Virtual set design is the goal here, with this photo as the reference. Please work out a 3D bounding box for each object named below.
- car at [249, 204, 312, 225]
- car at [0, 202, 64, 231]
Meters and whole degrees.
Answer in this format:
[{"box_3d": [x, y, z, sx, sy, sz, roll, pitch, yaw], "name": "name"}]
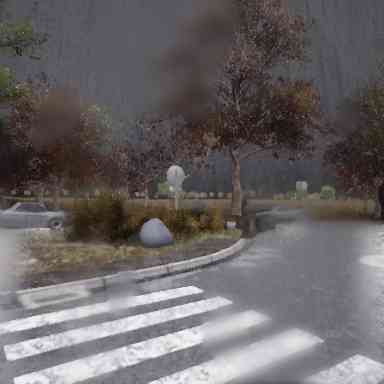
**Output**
[{"box_3d": [5.967, 1.521, 22.662, 4.181, 1.385, 1.994, 0, 0, -8], "name": "car"}, {"box_3d": [-7.980, 1.116, 15.581, 4.718, 1.301, 1.895, 4, -2, -35], "name": "car"}]
